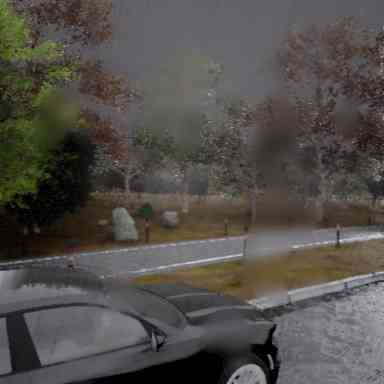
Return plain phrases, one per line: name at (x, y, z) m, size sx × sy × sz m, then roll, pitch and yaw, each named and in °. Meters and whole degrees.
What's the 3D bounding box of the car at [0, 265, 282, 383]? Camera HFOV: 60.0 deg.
car at (-1.344, 1.477, 3.058) m, size 5.008 × 1.535 × 2.097 m, roll 0°, pitch 1°, yaw -33°
